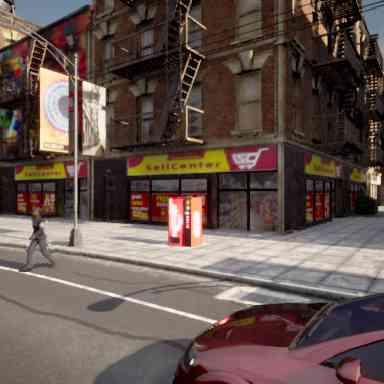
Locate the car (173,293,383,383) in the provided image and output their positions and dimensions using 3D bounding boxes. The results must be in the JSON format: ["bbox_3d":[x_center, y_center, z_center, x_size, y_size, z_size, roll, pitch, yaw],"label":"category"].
[{"bbox_3d":[1.869,1.564,2.659,4.181,1.385,1.994,0,0,36],"label":"car"}]

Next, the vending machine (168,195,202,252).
[{"bbox_3d":[-0.268,1.195,13.123,0.880,2.100,1.100,0,0,34],"label":"vending machine"}]

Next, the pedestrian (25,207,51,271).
[{"bbox_3d":[-4.347,1.294,9.384,0.375,1.860,0.375,0,0,33],"label":"pedestrian"}]
